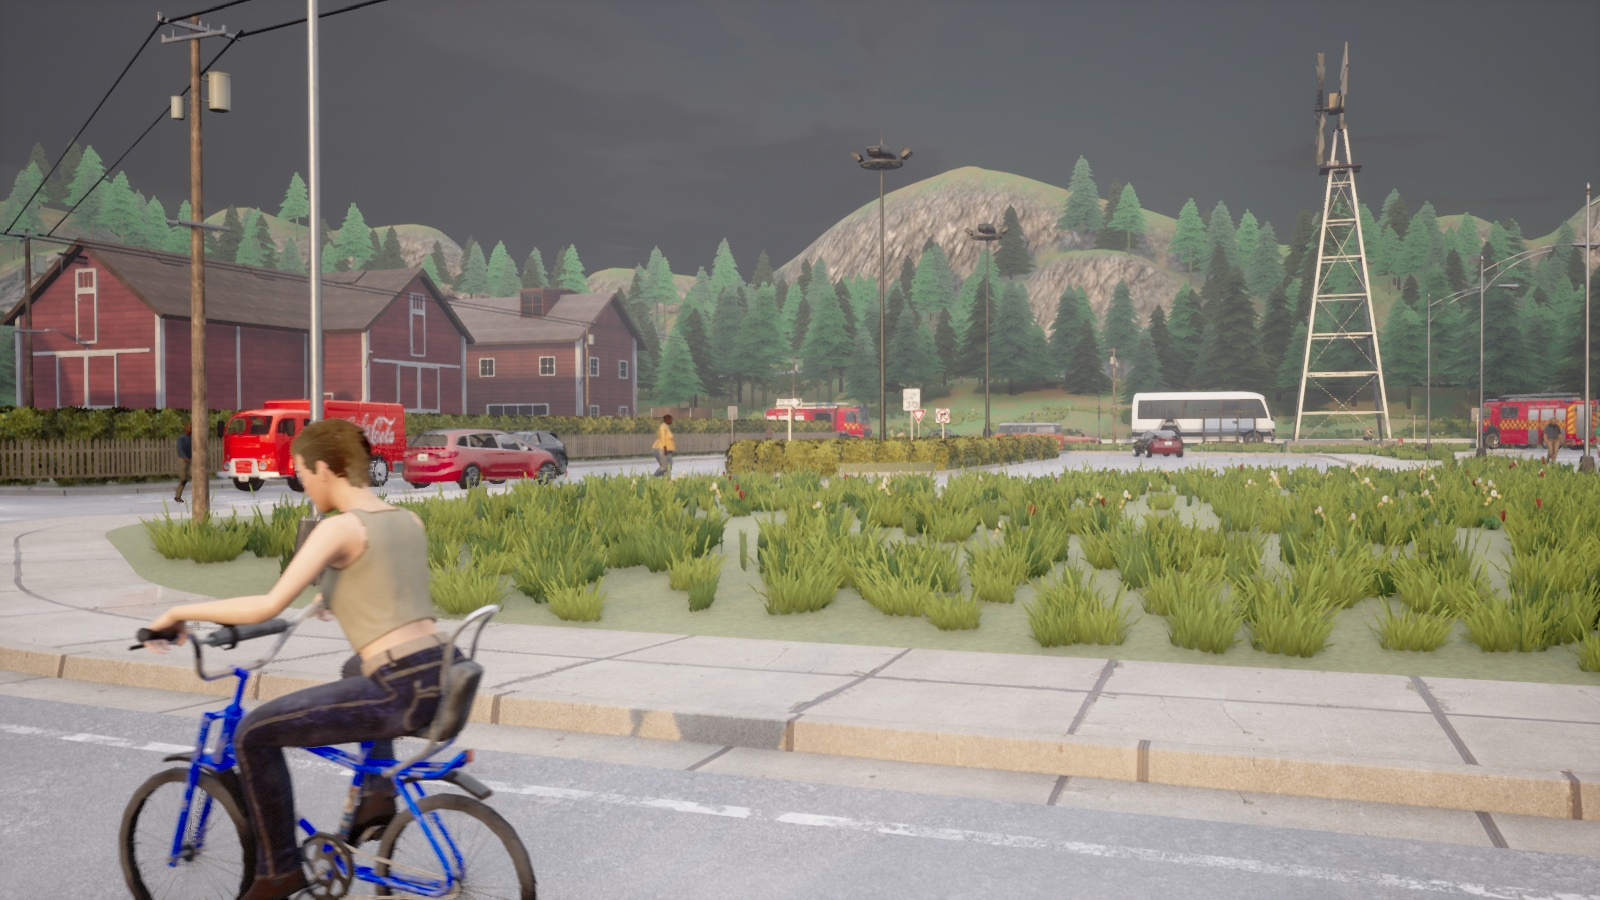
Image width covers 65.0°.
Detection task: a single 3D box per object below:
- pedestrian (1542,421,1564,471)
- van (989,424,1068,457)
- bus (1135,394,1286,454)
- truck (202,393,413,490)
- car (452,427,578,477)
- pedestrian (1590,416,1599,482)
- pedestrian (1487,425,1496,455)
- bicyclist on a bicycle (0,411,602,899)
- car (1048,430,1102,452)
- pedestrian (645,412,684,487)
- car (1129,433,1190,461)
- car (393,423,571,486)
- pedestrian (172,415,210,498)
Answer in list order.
[{"bbox_3d":[27.868,-0.163,46.467,0.540,1.848,0.694,0,1,17],"label":"pedestrian"},{"bbox_3d":[14.078,-0.599,77.556,4.442,1.987,1.775,1,1,33],"label":"van"},{"bbox_3d":[30.148,-1.911,92.322,10.273,4.253,3.944,1,1,20],"label":"bus"},{"bbox_3d":[-13.440,-0.242,34.699,2.627,2.467,5.204,0,0,20],"label":"truck"},{"bbox_3d":[-9.985,0.027,44.421,2.033,1.649,4.856,0,1,20],"label":"car"},{"bbox_3d":[24.272,-0.037,37.727,0.659,1.952,0.873,0,1,16],"label":"pedestrian"},{"bbox_3d":[42.650,-0.605,77.413,0.370,1.835,0.726,1,1,21],"label":"pedestrian"},{"bbox_3d":[-1.469,0.700,3.742,1.509,1.612,0.866,0,1,18],"label":"bicyclist on a bicycle"},{"bbox_3d":[20.916,-0.716,95.545,3.988,1.617,1.851,0,1,12],"label":"car"},{"bbox_3d":[-3.376,-0.021,31.293,0.900,1.855,0.874,0,1,-2],"label":"pedestrian"},{"bbox_3d":[19.692,-0.200,69.047,2.163,1.488,4.792,0,1,3],"label":"car"},{"bbox_3d":[-8.895,0.084,35.507,2.242,1.667,4.611,0,1,32],"label":"car"},{"bbox_3d":[-13.479,0.136,27.783,0.726,1.835,0.370,1,1,25],"label":"pedestrian"}]
